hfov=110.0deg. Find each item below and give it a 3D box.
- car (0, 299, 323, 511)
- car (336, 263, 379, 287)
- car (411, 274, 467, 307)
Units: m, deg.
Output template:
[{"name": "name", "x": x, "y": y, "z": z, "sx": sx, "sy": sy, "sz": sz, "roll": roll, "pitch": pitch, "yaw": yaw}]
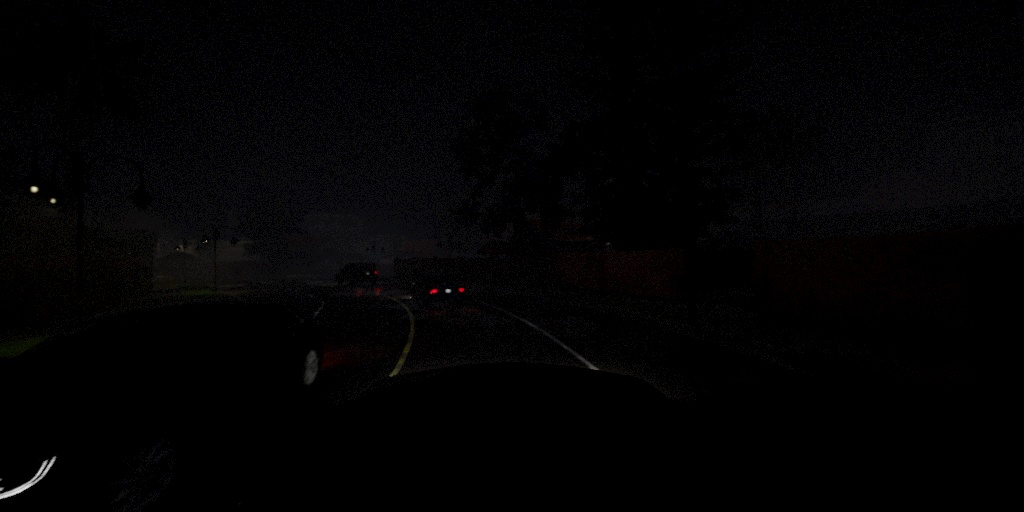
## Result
[{"name": "car", "x": -3.887, "y": 1.337, "z": 4.138, "sx": 1.837, "sy": 1.490, "sz": 4.892, "roll": 0, "pitch": -1, "yaw": -6}, {"name": "car", "x": -13.795, "y": 1.617, "z": 31.874, "sx": 2.150, "sy": 2.045, "sz": 5.566, "roll": 0, "pitch": -1, "yaw": -42}, {"name": "car", "x": -3.719, "y": 1.589, "z": 17.627, "sx": 2.033, "sy": 1.411, "sz": 5.357, "roll": 0, "pitch": -1, "yaw": -23}]
